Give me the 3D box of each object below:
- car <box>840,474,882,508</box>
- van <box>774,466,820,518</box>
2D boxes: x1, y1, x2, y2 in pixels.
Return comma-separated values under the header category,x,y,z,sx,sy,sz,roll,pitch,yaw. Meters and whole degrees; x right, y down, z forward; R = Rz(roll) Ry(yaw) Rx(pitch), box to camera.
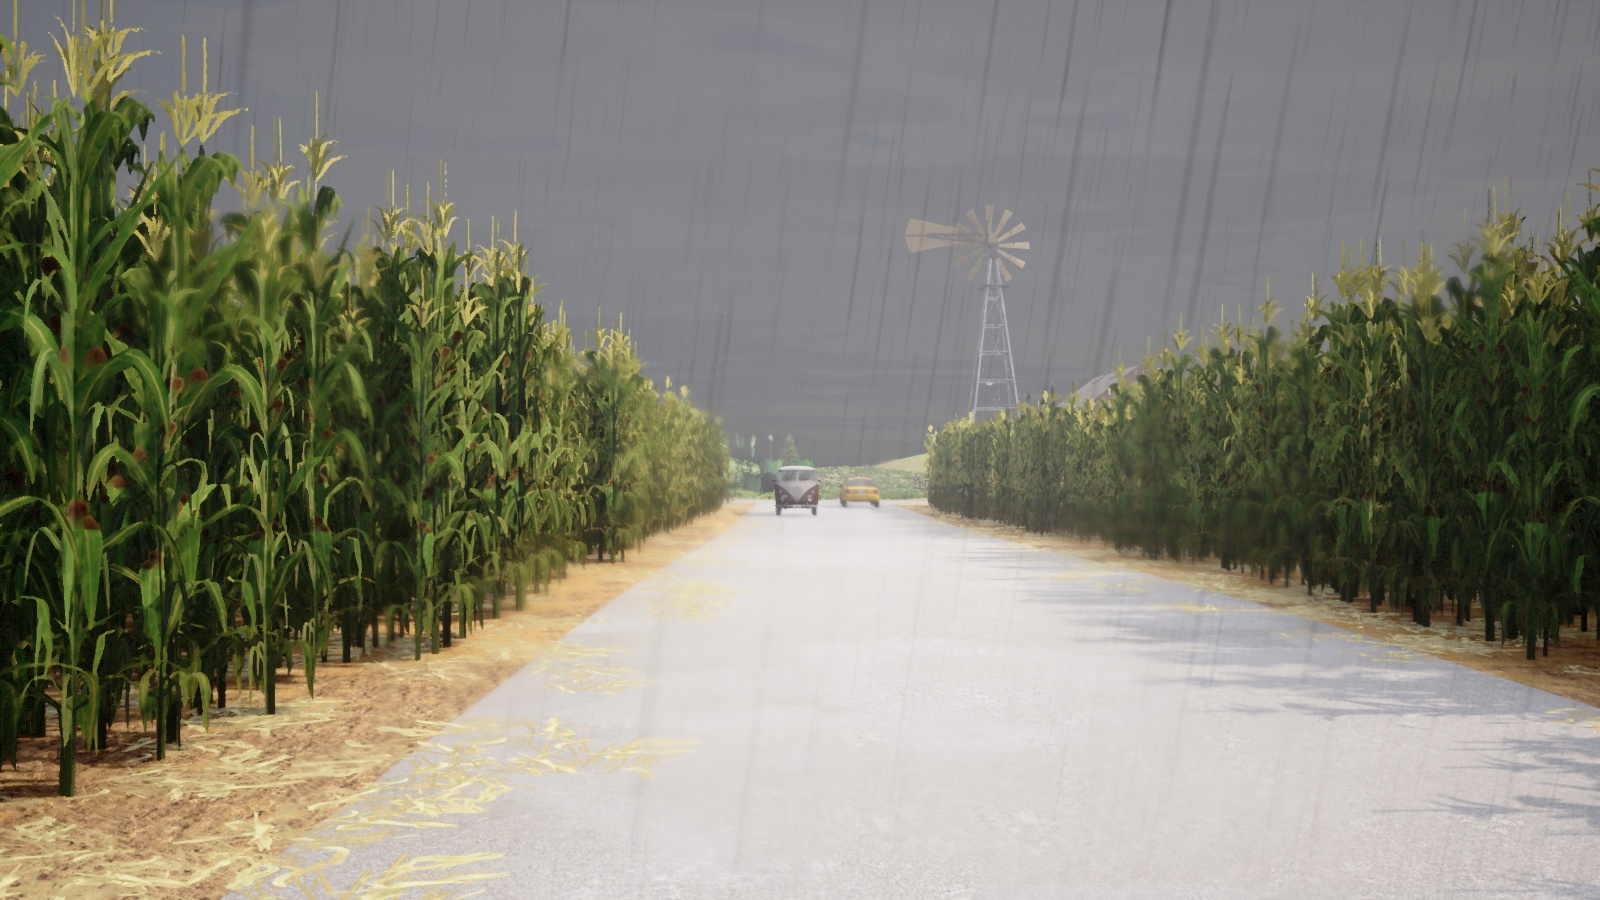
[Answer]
category,x,y,z,sx,sy,sz,roll,pitch,yaw
car,2.963,1.991,62.129,1.801,1.575,5.366,0,-1,0
van,-0.113,1.630,50.432,1.775,1.987,4.442,0,-1,0
